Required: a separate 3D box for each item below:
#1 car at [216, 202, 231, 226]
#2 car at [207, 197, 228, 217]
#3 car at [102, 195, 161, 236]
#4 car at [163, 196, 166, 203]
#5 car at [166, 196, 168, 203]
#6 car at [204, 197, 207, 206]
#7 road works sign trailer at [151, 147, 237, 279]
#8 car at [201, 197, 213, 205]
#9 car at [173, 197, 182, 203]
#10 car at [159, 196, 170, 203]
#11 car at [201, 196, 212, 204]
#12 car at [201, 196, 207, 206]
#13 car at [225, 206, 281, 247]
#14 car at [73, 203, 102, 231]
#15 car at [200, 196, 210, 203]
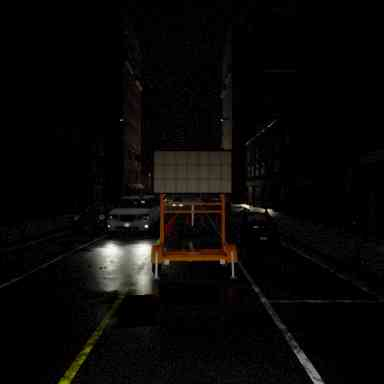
[{"bbox_3d":[2.734,1.545,20.438,1.887,1.381,4.507,-1,0,0],"label":"car"},{"bbox_3d":[2.723,1.445,31.449,1.967,1.590,4.097,-1,0,0],"label":"car"},{"bbox_3d":[-3.116,1.221,18.684,2.150,2.045,5.566,0,0,0],"label":"car"},{"bbox_3d":[-5.820,1.458,53.462,1.967,1.590,4.097,-1,0,0],"label":"car"},{"bbox_3d":[-5.824,1.588,58.967,1.947,1.339,4.313,-1,0,0],"label":"car"},{"bbox_3d":[2.720,1.552,36.954,1.887,1.381,4.507,-1,0,0],"label":"car"},{"bbox_3d":[0.016,0.463,10.034,2.380,3.560,2.880,0,0,-3],"label":"road works sign trailer"},{"bbox_3d":[2.701,1.568,58.974,1.887,1.381,4.507,-1,0,0],"label":"car"},{"bbox_3d":[-3.063,1.635,71.526,1.895,1.301,4.718,0,0,0],"label":"car"},{"bbox_3d":[-5.833,1.577,69.978,1.887,1.381,4.507,-1,0,0],"label":"car"},{"bbox_3d":[2.697,1.572,64.479,1.887,1.381,4.507,-1,0,0],"label":"car"},{"bbox_3d":[2.706,1.584,53.469,1.947,1.339,4.313,-1,0,0],"label":"car"},{"bbox_3d":[2.739,1.550,14.933,2.008,1.369,4.403,-1,0,0],"label":"car"},{"bbox_3d":[-5.792,1.440,20.431,1.967,1.590,4.097,-1,0,0],"label":"car"},{"bbox_3d":[2.692,1.577,69.985,1.887,1.381,4.507,-1,0,0],"label":"car"}]
